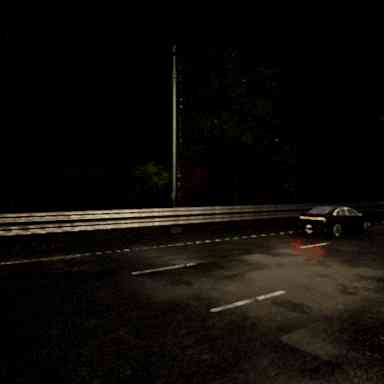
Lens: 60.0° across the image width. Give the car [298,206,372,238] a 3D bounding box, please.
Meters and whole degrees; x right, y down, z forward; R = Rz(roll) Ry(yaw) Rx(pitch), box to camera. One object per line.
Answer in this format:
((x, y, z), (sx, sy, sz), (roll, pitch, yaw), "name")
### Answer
((7.753, 1.491, 17.839), (4.902, 1.511, 2.128), (0, 0, -35), "car")
